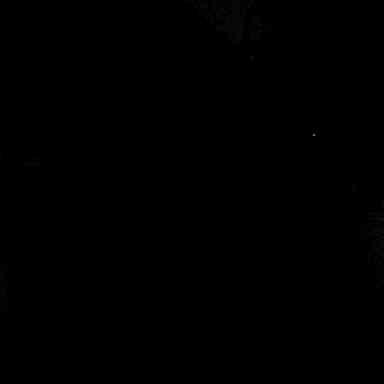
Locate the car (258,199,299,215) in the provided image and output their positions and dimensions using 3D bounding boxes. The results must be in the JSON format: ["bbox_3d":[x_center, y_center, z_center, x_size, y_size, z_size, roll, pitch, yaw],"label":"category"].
[{"bbox_3d":[8.568,1.512,33.993,1.882,1.535,5.008,1,0,-36],"label":"car"}]
